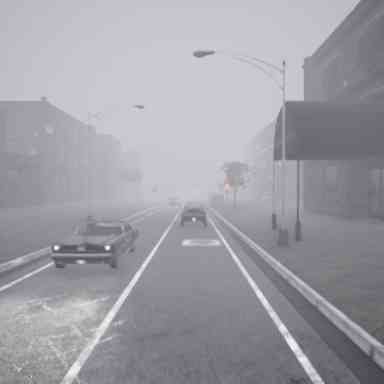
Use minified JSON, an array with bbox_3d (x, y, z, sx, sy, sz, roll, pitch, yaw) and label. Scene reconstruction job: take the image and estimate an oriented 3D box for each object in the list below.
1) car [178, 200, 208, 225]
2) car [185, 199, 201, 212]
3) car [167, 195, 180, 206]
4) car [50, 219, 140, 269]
[{"bbox_3d":[0.128,1.597,24.846,1.837,1.490,4.892,0,0,0],"label":"car"},{"bbox_3d":[0.147,1.684,42.696,1.895,1.301,4.718,0,1,0],"label":"car"},{"bbox_3d":[-2.991,1.451,55.272,2.097,1.767,4.553,0,0,1],"label":"car"},{"bbox_3d":[-3.087,1.654,11.484,1.895,1.301,4.718,0,0,0],"label":"car"}]
